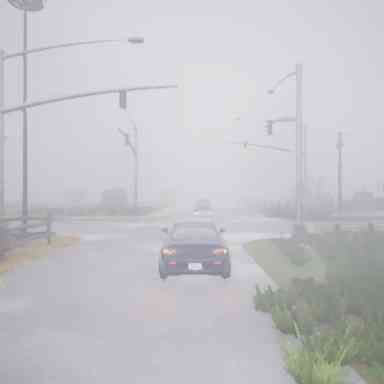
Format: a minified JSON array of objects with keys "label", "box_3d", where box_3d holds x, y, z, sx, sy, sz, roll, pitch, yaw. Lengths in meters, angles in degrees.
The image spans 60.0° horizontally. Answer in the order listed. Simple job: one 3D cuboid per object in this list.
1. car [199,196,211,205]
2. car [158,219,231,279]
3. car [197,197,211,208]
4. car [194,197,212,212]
[{"label":"car","box_3d":[2.362,1.547,59.655,2.033,1.411,5.357,0,0,3]},{"label":"car","box_3d":[0.057,1.531,9.888,1.812,1.442,4.674,0,0,0]},{"label":"car","box_3d":[1.816,1.541,49.144,2.033,1.411,5.357,0,0,3]},{"label":"car","box_3d":[1.326,1.535,38.994,2.033,1.411,5.357,0,0,3]}]
